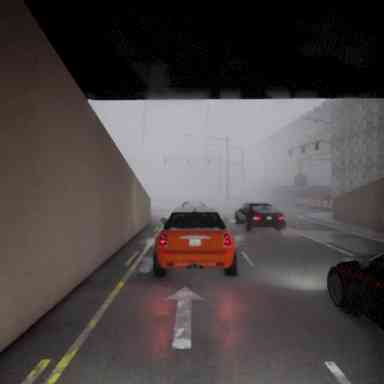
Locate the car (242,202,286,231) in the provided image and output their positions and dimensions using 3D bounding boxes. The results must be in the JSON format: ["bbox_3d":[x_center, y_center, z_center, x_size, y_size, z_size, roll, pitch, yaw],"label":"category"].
[{"bbox_3d":[3.614,1.274,18.505,2.033,1.411,5.357,0,1,-3],"label":"car"}]

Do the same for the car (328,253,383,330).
[{"bbox_3d":[3.573,1.455,4.622,1.812,1.442,4.674,0,1,0],"label":"car"}]

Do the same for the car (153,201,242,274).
[{"bbox_3d":[0.079,1.201,10.152,2.097,1.767,4.553,0,1,0],"label":"car"}]

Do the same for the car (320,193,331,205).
[{"bbox_3d":[17.497,0.848,41.010,2.038,1.542,4.974,1,1,45],"label":"car"}]

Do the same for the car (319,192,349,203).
[{"bbox_3d":[17.534,0.690,41.045,1.853,1.218,4.536,1,1,45],"label":"car"}]

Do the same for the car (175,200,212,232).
[{"bbox_3d":[0.081,1.247,18.831,1.812,1.442,4.674,0,1,0],"label":"car"}]
